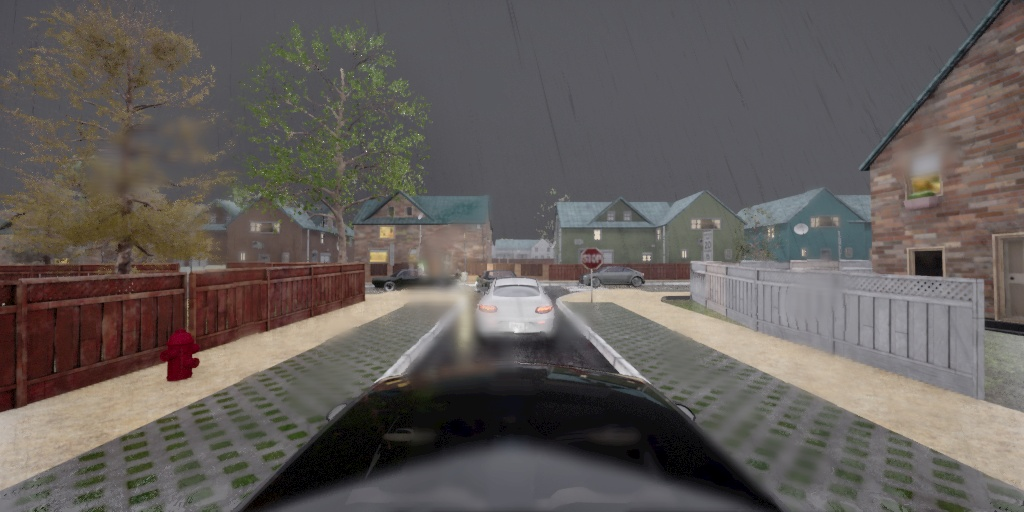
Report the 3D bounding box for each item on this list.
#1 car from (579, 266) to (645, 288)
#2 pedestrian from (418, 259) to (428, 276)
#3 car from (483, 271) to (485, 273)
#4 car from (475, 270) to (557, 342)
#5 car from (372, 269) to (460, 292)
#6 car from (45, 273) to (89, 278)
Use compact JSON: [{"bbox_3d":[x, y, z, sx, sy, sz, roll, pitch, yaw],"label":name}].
[{"bbox_3d":[6.539,1.344,23.694,4.181,1.385,1.994,0,-1,1],"label":"car"},{"bbox_3d":[-6.700,1.119,26.789,0.375,1.860,0.375,0,-1,1],"label":"pedestrian"},{"bbox_3d":[-0.756,1.366,18.519,1.895,1.301,4.718,0,-1,-12],"label":"car"},{"bbox_3d":[0.103,1.280,9.700,1.812,1.442,4.674,0,0,0],"label":"car"},{"bbox_3d":[-5.482,1.417,20.904,4.718,1.301,1.895,-1,-1,1],"label":"car"},{"bbox_3d":[-25.607,1.632,21.173,4.718,1.301,1.895,-1,-1,1],"label":"car"}]
